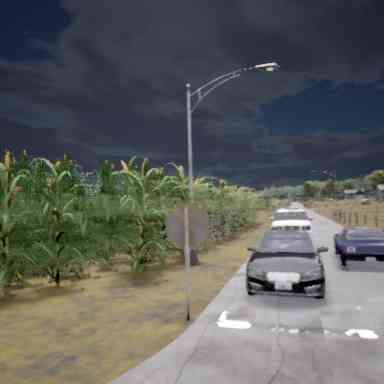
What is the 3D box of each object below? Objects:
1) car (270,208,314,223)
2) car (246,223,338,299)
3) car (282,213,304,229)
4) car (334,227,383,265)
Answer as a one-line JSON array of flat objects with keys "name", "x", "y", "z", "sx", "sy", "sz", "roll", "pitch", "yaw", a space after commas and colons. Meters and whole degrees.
[{"name": "car", "x": 5.991, "y": 2.023, "z": 19.985, "sx": 2.150, "sy": 2.045, "sz": 5.566, "roll": -3, "pitch": -3, "yaw": 17}, {"name": "car", "x": 2.774, "y": 1.892, "z": 9.654, "sx": 2.128, "sy": 1.511, "sz": 4.902, "roll": -3, "pitch": -3, "yaw": 18}, {"name": "car", "x": 10.244, "y": 2.855, "z": 33.633, "sx": 1.994, "sy": 1.385, "sz": 4.181, "roll": -3, "pitch": -3, "yaw": 18}, {"name": "car", "x": 6.769, "y": 2.057, "z": 13.283, "sx": 1.895, "sy": 1.301, "sz": 4.718, "roll": -3, "pitch": -3, "yaw": 20}]
